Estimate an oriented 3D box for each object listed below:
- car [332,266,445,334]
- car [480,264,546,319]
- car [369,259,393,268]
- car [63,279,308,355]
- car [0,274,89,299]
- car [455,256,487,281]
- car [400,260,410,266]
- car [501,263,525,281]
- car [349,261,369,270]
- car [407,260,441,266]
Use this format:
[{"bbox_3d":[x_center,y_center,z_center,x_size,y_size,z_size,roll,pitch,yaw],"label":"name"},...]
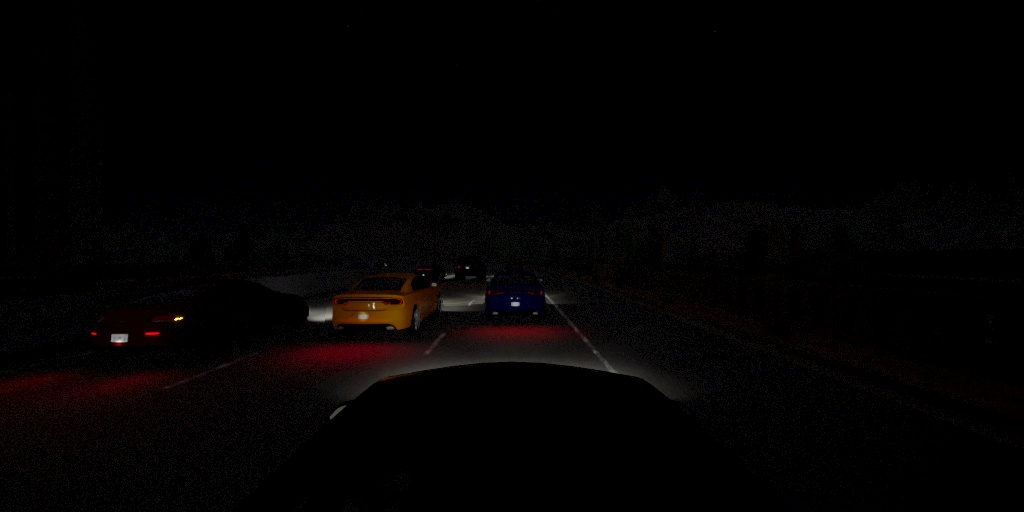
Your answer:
[{"bbox_3d":[-3.402,1.233,10.682,1.882,1.535,5.008,0,0,0],"label":"car"},{"bbox_3d":[0.098,1.234,12.803,1.882,1.535,5.008,0,0,0],"label":"car"},{"bbox_3d":[-18.536,1.212,51.534,2.097,1.767,4.553,0,0,-7],"label":"car"},{"bbox_3d":[-6.901,1.280,8.609,1.812,1.442,4.674,0,0,0],"label":"car"},{"bbox_3d":[-14.102,1.247,9.403,2.128,1.511,4.902,0,0,0],"label":"car"},{"bbox_3d":[-3.405,1.007,30.036,2.150,2.045,5.566,0,0,0],"label":"car"},{"bbox_3d":[-15.161,1.366,52.715,1.837,1.490,4.892,0,0,-7],"label":"car"},{"bbox_3d":[0.095,1.354,31.743,1.994,1.385,4.181,0,0,0],"label":"car"},{"bbox_3d":[-22.146,1.429,52.132,1.994,1.385,4.181,0,0,-8],"label":"car"},{"bbox_3d":[-6.905,1.278,30.431,2.128,1.511,4.902,0,0,0],"label":"car"}]
